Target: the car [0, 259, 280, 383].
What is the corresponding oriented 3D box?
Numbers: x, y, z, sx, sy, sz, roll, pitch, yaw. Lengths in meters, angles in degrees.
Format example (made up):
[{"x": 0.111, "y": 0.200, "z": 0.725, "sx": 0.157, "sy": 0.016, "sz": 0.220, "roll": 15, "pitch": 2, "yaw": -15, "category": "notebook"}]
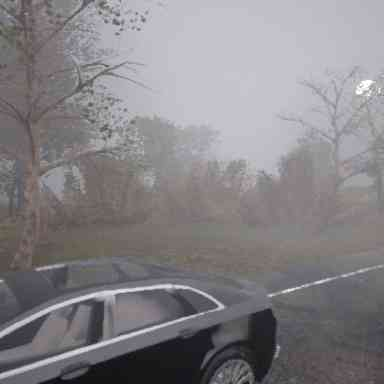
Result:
[{"x": -1.293, "y": 1.492, "z": 3.072, "sx": 4.902, "sy": 1.511, "sz": 2.128, "roll": 0, "pitch": 0, "yaw": -36, "category": "car"}]
